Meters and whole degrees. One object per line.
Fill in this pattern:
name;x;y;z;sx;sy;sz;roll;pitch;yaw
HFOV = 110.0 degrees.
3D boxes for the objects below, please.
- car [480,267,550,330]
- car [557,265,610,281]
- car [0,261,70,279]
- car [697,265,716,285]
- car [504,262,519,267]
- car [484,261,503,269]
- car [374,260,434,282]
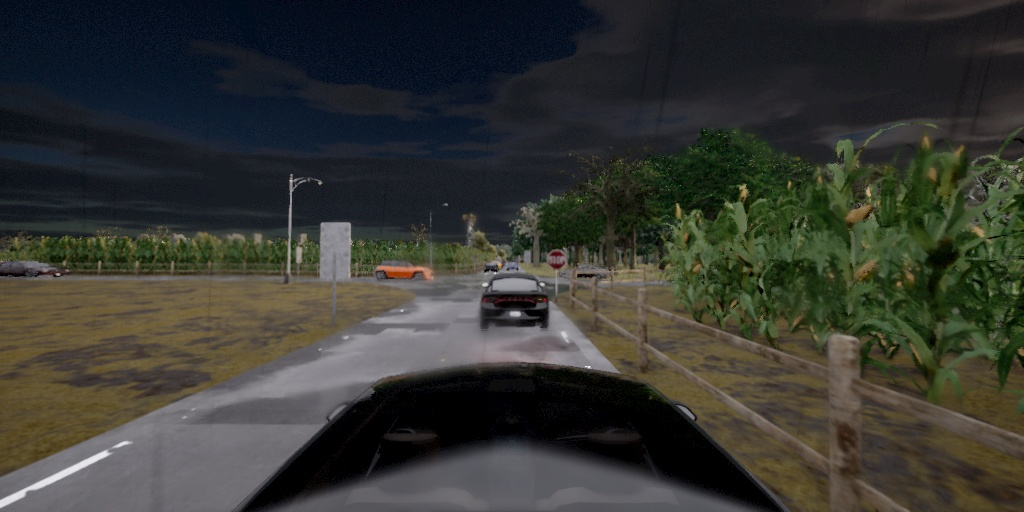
car;0.057;1.287;11.349;1.882;1.535;5.008;0;0;-1
car;6.830;1.624;34.373;4.902;1.511;2.128;0;-1;20
car;-39.753;1.107;29.321;5.357;1.411;2.033;0;-2;0
car;16.381;1.498;29.269;4.553;1.767;2.097;1;-2;0
car;0.141;1.656;58.444;2.033;1.411;5.357;0;0;0
car;-2.826;1.602;50.105;2.033;1.411;5.357;0;0;1
car;-8.720;1.160;29.288;4.553;1.767;2.097;2;-1;0
